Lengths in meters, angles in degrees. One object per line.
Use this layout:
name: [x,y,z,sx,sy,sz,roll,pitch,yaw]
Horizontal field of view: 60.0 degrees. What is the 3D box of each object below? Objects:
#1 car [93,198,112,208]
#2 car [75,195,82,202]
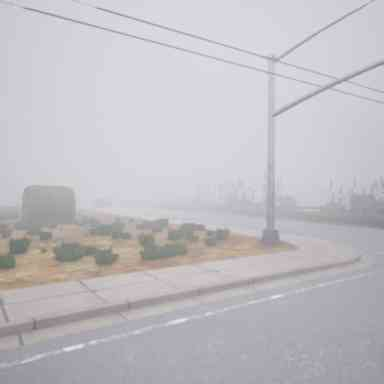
car: [-13.985,1.659,51.673,1.837,1.490,4.892,1,-1,-33]
car: [-28.028,1.545,79.825,2.097,1.767,4.553,1,0,-33]
